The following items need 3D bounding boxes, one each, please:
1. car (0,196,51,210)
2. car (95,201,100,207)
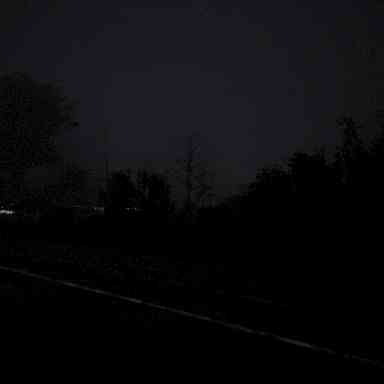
[{"bbox_3d":[-16.626,1.075,33.365,2.033,1.411,5.357,2,-1,20],"label":"car"},{"bbox_3d":[-13.252,1.721,52.655,1.837,1.490,4.892,2,-2,21],"label":"car"}]
